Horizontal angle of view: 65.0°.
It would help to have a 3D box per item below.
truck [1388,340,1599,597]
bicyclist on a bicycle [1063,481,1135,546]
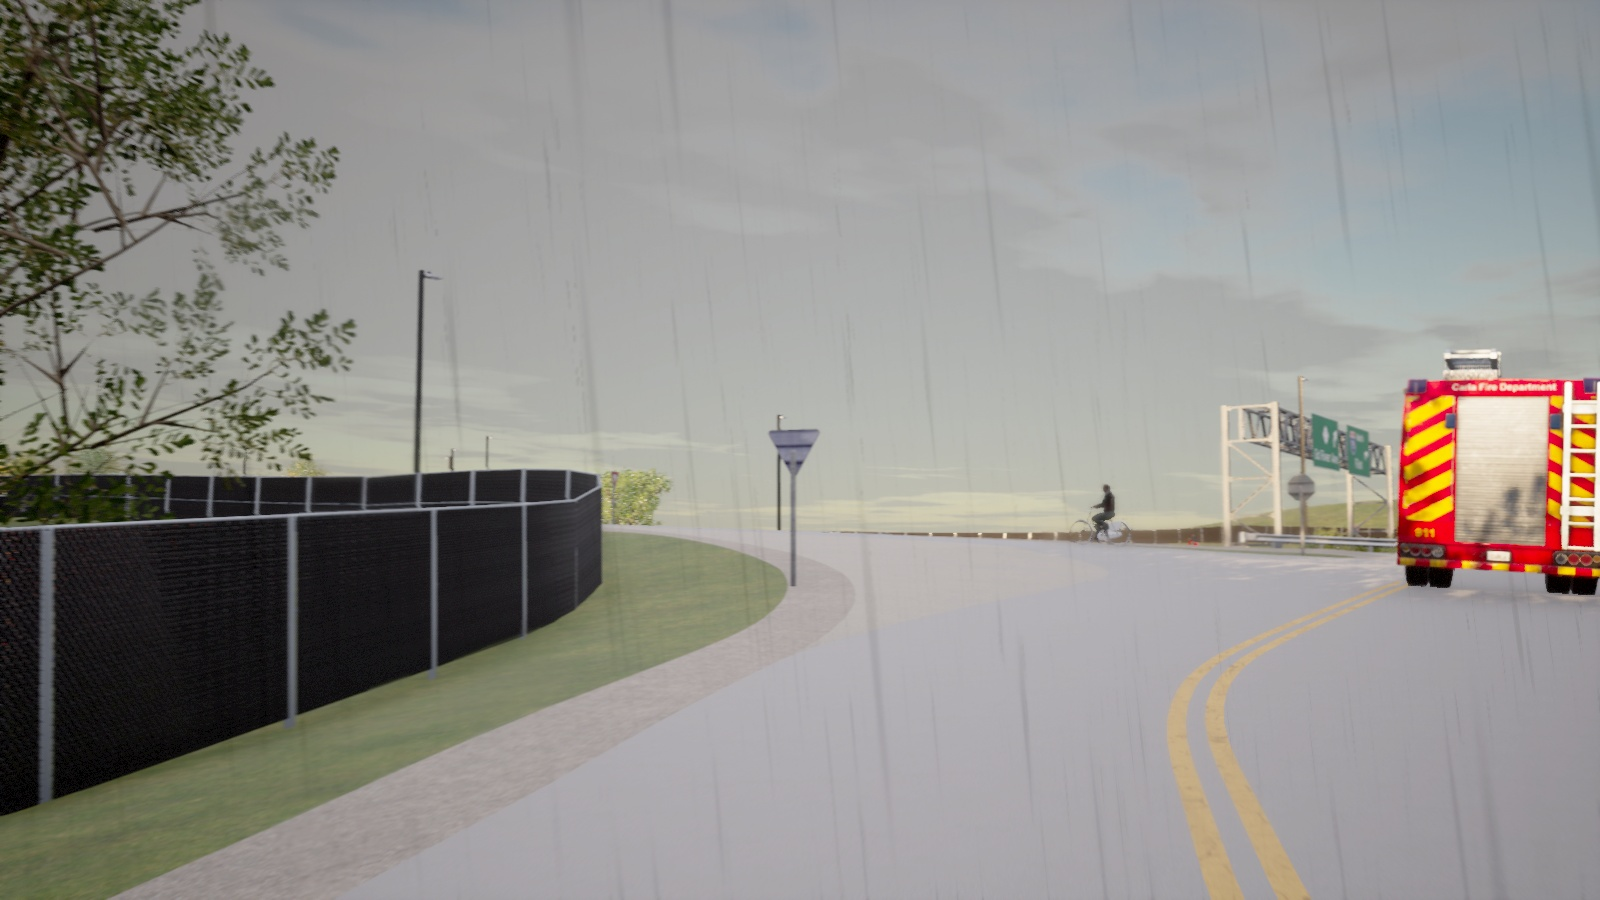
[{"bbox_3d":[12.790,0.390,23.124,2.891,3.827,8.468,1,-1,29],"label":"truck"},{"bbox_3d":[8.493,1.802,35.697,1.843,1.776,0.659,0,-3,38],"label":"bicyclist on a bicycle"}]
